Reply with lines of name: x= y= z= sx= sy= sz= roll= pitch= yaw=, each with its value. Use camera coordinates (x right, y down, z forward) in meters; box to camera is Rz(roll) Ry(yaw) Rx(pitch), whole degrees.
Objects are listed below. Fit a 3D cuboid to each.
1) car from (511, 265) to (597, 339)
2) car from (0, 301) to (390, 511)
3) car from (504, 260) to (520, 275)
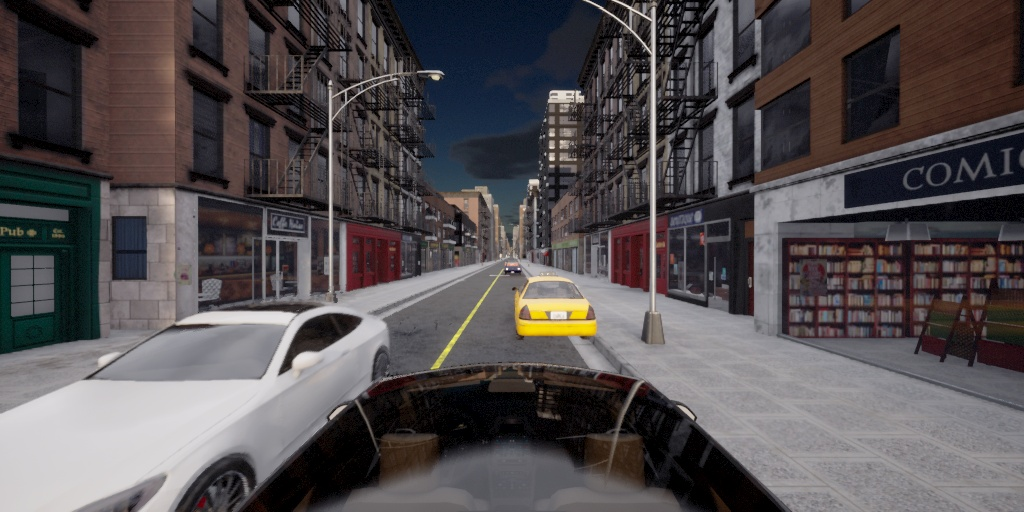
car: x=0.966 y=1.206 z=9.984 sx=1.801 sy=1.575 sz=5.366 roll=0 pitch=0 yaw=0
car: x=-2.748 y=1.275 z=3.802 sx=1.812 sy=1.442 sz=4.674 roll=0 pitch=0 yaw=0
car: x=0.094 y=1.373 z=39.072 sx=1.895 sy=1.301 sz=4.718 roll=0 pitch=0 yaw=0
